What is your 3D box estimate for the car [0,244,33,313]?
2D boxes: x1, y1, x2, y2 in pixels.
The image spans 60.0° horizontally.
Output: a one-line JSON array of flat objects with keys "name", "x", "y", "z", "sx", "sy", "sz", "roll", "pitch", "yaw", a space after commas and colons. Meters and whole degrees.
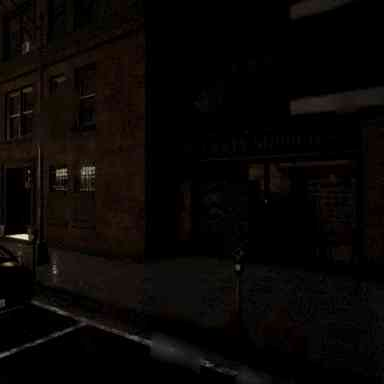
[{"name": "car", "x": -4.855, "y": 1.551, "z": 6.532, "sx": 4.403, "sy": 1.369, "sz": 2.008, "roll": 0, "pitch": 0, "yaw": 35}]
